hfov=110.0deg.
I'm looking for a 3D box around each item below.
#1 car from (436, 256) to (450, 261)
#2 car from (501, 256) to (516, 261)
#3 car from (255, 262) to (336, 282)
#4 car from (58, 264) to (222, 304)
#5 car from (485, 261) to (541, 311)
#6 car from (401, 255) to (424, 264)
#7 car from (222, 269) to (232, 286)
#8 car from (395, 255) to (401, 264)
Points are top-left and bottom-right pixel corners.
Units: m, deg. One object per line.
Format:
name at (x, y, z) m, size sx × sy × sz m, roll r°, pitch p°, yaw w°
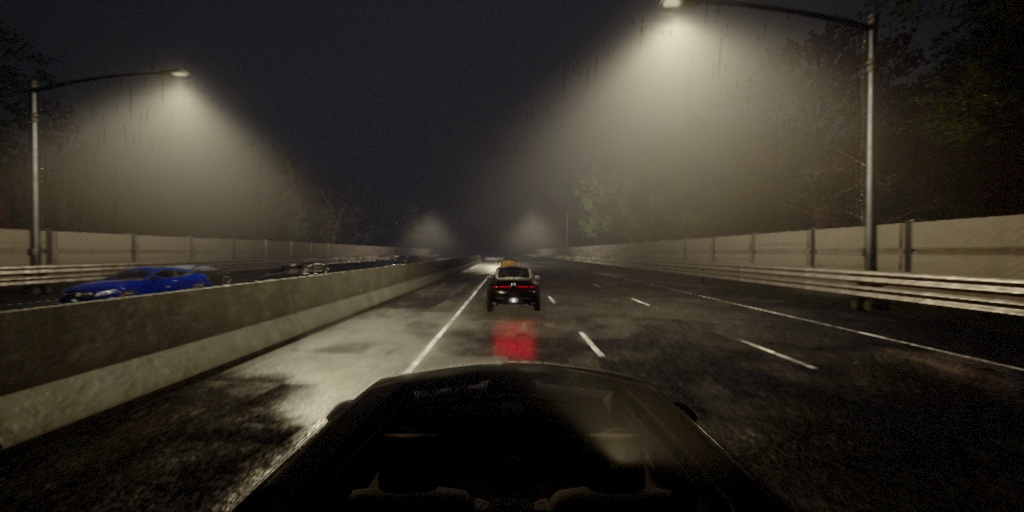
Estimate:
car at (-11.525, 0.662, 60.397) m, size 1.812 × 1.442 × 4.674 m, roll 0°, pitch 1°, yaw -1°
car at (-0.458, 0.756, 44.941) m, size 1.801 × 1.575 × 5.366 m, roll 0°, pitch 1°, yaw -1°
car at (-10.685, 1.088, 18.039) m, size 1.837 × 1.490 × 4.892 m, roll 0°, pitch 1°, yaw -1°
car at (-14.149, 1.153, 13.904) m, size 1.812 × 1.442 × 4.674 m, roll 0°, pitch 1°, yaw 0°
car at (0.045, 1.129, 13.786) m, size 1.837 × 1.490 × 4.892 m, roll 0°, pitch 1°, yaw 0°
car at (-14.876, 0.673, 54.819) m, size 1.882 × 1.535 × 5.008 m, roll 0°, pitch 1°, yaw -1°
car at (-17.700, 1.131, 19.668) m, size 1.994 × 1.385 × 4.181 m, roll 0°, pitch 1°, yaw -1°
car at (-18.548, 0.626, 61.299) m, size 1.837 × 1.490 × 4.892 m, roll 0°, pitch 1°, yaw -1°
